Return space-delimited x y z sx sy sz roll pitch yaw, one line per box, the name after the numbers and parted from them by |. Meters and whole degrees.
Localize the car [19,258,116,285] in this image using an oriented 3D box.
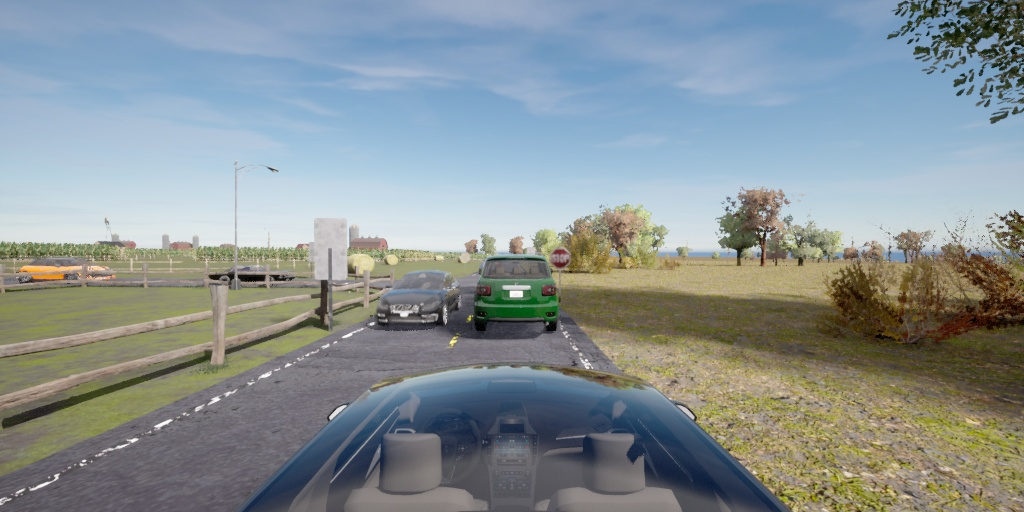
-29.671 0.928 24.046 4.553 1.767 2.097 0 1 0 | car

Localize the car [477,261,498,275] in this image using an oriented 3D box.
-2.766 1.318 41.529 2.033 1.411 5.357 0 0 0 | car

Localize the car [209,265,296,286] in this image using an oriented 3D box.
-17.302 1.262 24.144 4.718 1.301 1.895 0 1 -1 | car

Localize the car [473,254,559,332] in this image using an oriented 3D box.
0.114 0.972 10.980 2.150 2.045 5.566 0 0 0 | car

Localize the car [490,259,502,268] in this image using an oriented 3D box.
-2.700 1.303 62.015 1.837 1.490 4.892 0 0 0 | car

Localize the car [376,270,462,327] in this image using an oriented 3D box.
-2.783 1.255 11.643 1.837 1.490 4.892 1 0 0 | car
